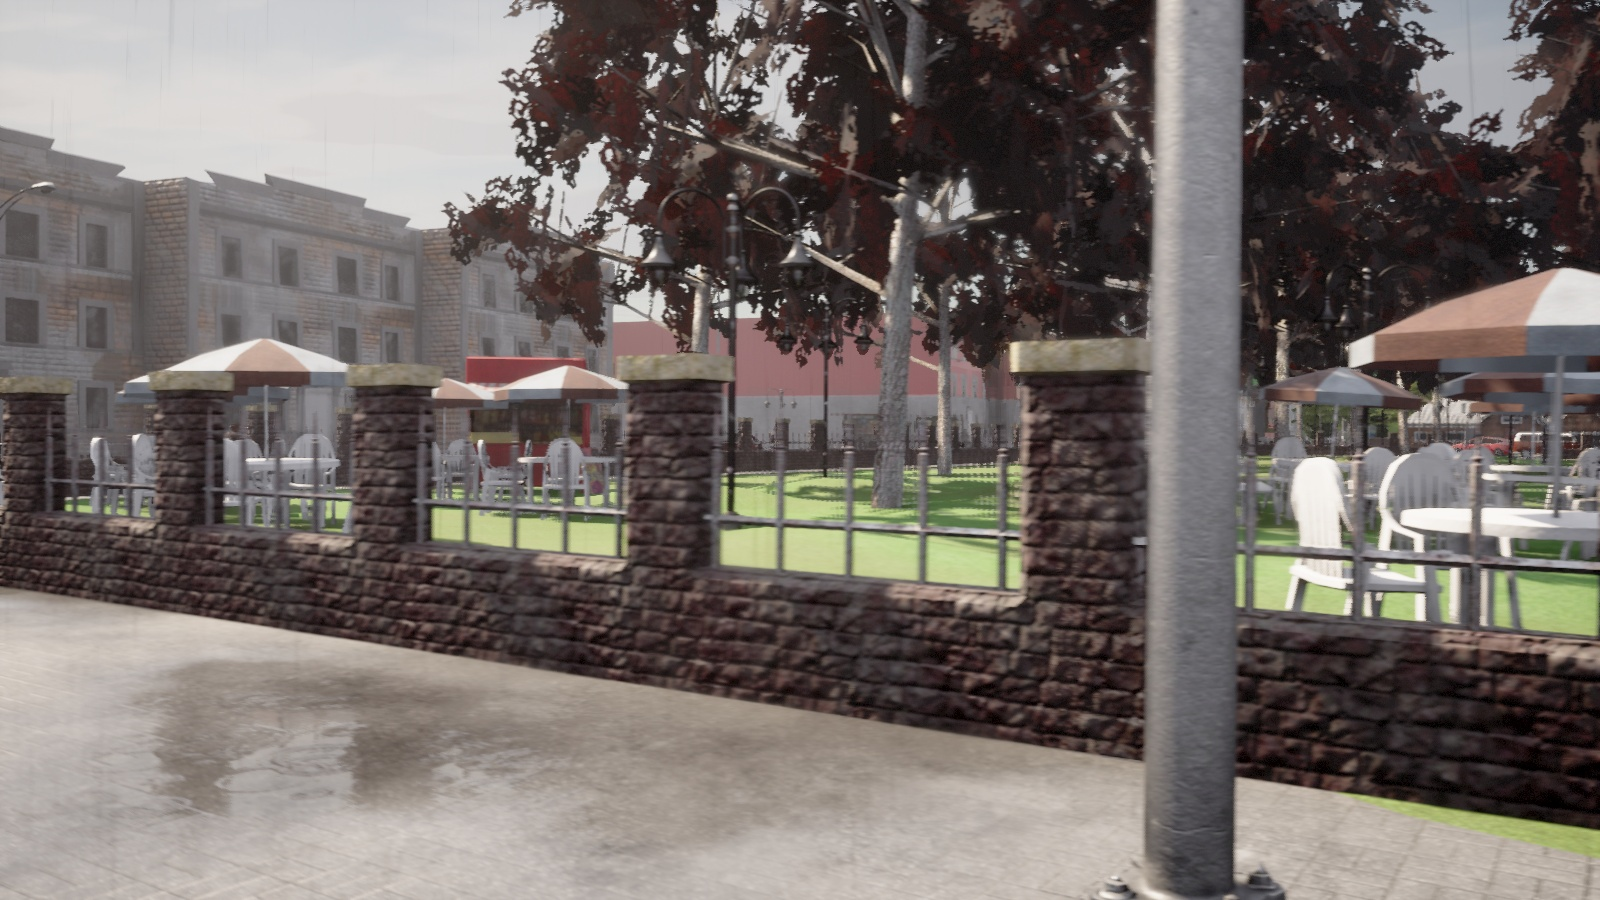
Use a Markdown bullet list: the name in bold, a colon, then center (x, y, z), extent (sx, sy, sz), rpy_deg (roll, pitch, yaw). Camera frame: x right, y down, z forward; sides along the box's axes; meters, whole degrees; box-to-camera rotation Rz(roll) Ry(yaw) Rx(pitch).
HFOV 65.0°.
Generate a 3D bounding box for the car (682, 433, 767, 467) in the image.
- **car**: center (-3.481, -0.027, 58.844), extent (1.816, 1.474, 4.193), rpy_deg (0, 1, 34)
